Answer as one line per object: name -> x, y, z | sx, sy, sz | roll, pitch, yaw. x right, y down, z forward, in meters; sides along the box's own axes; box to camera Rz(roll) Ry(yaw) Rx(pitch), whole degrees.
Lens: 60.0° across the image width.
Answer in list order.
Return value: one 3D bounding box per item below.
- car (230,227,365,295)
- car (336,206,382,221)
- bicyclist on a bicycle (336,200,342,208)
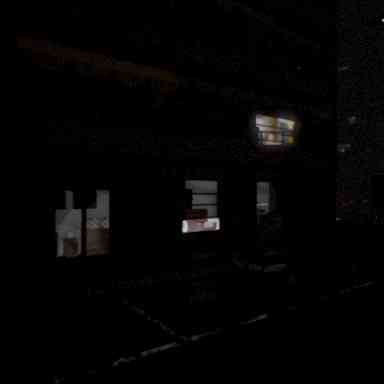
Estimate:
car -> 2.909, 1.596, 8.698 | 4.206, 1.307, 1.802 | 0, 0, -36
car -> 14.704, 1.946, 30.550 | 1.895, 1.301, 4.718 | 0, -1, -36
bicyclist on a bicycle -> 17.989, 1.763, 40.869 | 1.656, 1.620, 0.582 | 0, -1, -36
